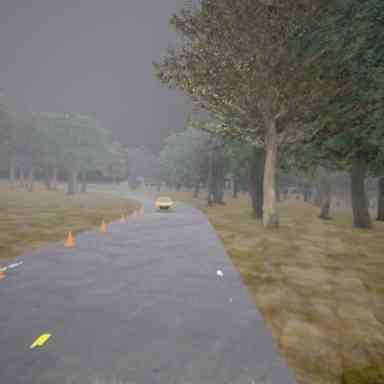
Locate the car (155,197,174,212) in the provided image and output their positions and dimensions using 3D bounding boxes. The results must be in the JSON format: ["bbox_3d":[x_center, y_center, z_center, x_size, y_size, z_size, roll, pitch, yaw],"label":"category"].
[{"bbox_3d":[-2.981,1.321,36.110,1.882,1.535,5.008,1,1,-5],"label":"car"}]

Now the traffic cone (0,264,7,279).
[{"bbox_3d":[-4.933,1.869,8.420,0.340,0.580,0.340,1,0,0],"label":"traffic cone"}]

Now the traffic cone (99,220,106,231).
[{"bbox_3d":[-4.909,1.843,18.420,0.340,0.580,0.340,1,0,0],"label":"traffic cone"}]

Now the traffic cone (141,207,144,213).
[{"bbox_3d":[-4.988,1.792,33.303,0.340,0.580,0.340,1,0,-2],"label":"traffic cone"}]
